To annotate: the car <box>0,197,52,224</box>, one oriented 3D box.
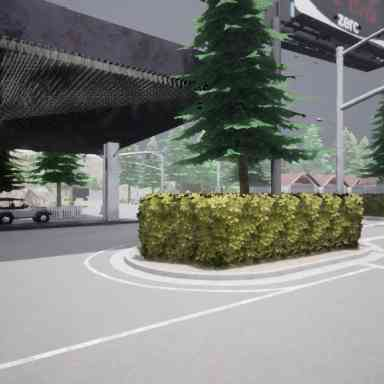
[{"bbox_3d":[-12.050,1.313,23.427,3.866,1.878,1.905,0,0,-36],"label":"car"}]
